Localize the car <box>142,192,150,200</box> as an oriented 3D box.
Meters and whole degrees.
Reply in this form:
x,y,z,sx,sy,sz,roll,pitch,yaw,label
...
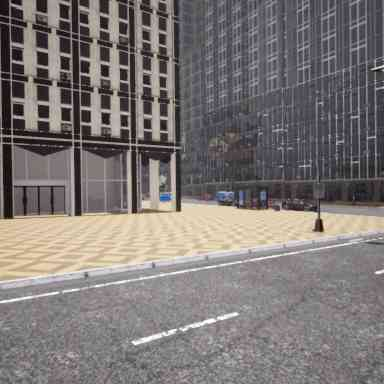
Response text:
x,y,z,sx,sy,sz,roll,pitch,yaw,label
-10.683,1.037,68.684,2.008,1.369,4.403,0,1,-34,car

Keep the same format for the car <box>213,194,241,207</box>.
x,y,z,sx,sy,sz,roll,pitch,yaw,label
5.280,1.317,45.175,1.947,1.339,4.313,-1,1,-34,car

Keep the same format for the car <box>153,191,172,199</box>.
x,y,z,sx,sy,sz,roll,pitch,yaw,label
-6.961,0.612,78.096,2.192,1.841,5.009,0,1,-34,car

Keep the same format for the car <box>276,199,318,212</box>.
x,y,z,sx,sy,sz,roll,pitch,yaw,label
11.620,1.421,35.739,1.947,1.339,4.313,-1,1,-34,car

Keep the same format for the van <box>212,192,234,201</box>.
x,y,z,sx,sy,sz,roll,pitch,yaw,label
5.845,0.852,59.312,1.690,1.788,3.998,-1,1,-34,van

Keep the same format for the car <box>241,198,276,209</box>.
x,y,z,sx,sy,sz,roll,pitch,yaw,label
8.433,1.385,40.447,1.802,1.307,4.206,-1,1,-34,car

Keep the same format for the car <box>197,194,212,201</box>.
x,y,z,sx,sy,sz,roll,pitch,yaw,label
2.644,1.040,64.011,1.802,1.307,4.206,-1,1,-34,car

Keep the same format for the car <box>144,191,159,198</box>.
x,y,z,sx,sy,sz,roll,pitch,yaw,label
-10.162,0.683,82.794,1.967,1.590,4.097,0,1,-34,car

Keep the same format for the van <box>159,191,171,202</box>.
x,y,z,sx,sy,sz,roll,pitch,yaw,label
-4.280,0.935,59.290,1.690,1.788,3.998,0,1,-34,van
